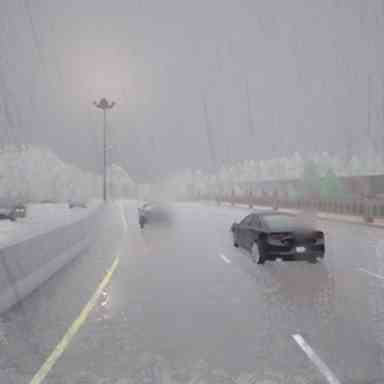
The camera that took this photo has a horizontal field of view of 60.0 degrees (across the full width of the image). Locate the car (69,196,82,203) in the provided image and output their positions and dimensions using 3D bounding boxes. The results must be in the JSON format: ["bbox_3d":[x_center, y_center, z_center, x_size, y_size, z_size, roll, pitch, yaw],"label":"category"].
[{"bbox_3d":[-23.584,1.590,67.392,1.994,1.385,4.181,0,-1,-13],"label":"car"}]

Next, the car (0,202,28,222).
[{"bbox_3d":[-14.402,1.500,26.101,2.033,1.411,5.357,0,0,-13],"label":"car"}]

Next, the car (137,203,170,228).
[{"bbox_3d":[-2.501,1.435,21.457,1.812,1.442,4.674,0,0,-11],"label":"car"}]

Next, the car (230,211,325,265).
[{"bbox_3d":[2.693,1.410,11.568,1.882,1.535,5.008,0,0,-7],"label":"car"}]

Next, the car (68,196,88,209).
[{"bbox_3d":[-14.443,1.401,42.299,1.812,1.442,4.674,0,0,-12],"label":"car"}]

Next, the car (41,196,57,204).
[{"bbox_3d":[-25.223,1.436,58.615,1.994,1.385,4.181,0,0,-12],"label":"car"}]
